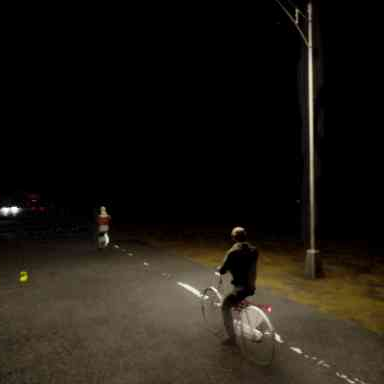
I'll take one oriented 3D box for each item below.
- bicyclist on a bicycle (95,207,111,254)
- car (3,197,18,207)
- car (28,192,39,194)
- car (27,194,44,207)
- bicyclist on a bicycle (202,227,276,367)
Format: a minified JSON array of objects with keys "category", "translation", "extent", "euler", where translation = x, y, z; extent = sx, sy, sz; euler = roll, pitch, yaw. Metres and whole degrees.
[{"category":"bicyclist on a bicycle","translation":[-3.470,1.445,12.858],"extent":[0.659,1.776,1.843],"euler":[0,0,-27]},{"category":"car","translation":[-27.599,1.518,50.700],"extent":[2.128,1.511,4.902],"euler":[0,1,-26]},{"category":"car","translation":[-33.816,0.903,70.816],"extent":[2.150,2.045,5.566],"euler":[0,1,-27]},{"category":"car","translation":[-24.791,1.477,53.143],"extent":[2.128,1.511,4.902],"euler":[0,1,-27]},{"category":"bicyclist on a bicycle","translation":[0.572,1.382,4.848],"extent":[0.659,1.776,1.843],"euler":[0,0,-27]}]
